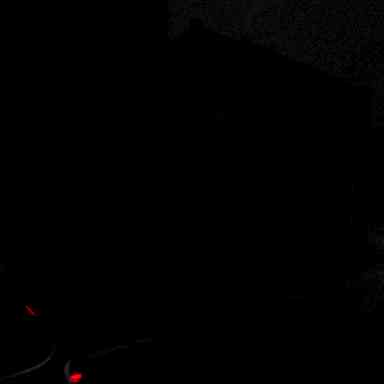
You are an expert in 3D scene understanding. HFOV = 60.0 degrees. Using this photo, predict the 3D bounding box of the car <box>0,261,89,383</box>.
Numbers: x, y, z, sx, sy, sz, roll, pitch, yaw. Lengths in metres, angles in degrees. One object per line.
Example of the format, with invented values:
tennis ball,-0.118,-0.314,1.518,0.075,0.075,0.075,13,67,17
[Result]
car,-2.867,1.351,1.638,4.553,1.767,2.097,0,0,-36
